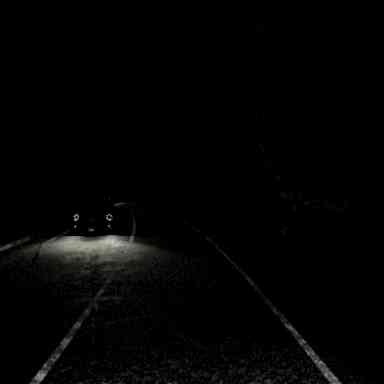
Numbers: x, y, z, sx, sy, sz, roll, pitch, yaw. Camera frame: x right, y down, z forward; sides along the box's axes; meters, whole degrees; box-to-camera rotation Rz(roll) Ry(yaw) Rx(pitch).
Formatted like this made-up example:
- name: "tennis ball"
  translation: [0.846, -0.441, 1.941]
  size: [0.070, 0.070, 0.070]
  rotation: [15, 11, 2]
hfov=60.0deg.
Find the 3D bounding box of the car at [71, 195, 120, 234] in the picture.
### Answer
- name: "car"
  translation: [-5.136, 1.220, 18.145]
  size: [2.097, 1.767, 4.553]
  rotation: [0, 0, -9]
